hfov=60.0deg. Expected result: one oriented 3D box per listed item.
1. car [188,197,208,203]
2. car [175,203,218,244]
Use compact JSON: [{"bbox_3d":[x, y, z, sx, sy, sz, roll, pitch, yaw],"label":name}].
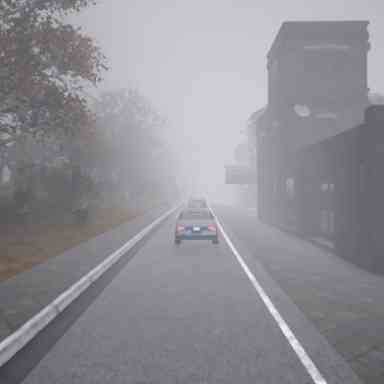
[{"bbox_3d":[0.583,1.228,34.363,2.128,1.511,4.902,0,0,1],"label":"car"},{"bbox_3d":[0.207,1.441,15.248,2.033,1.411,5.357,0,0,1],"label":"car"}]
